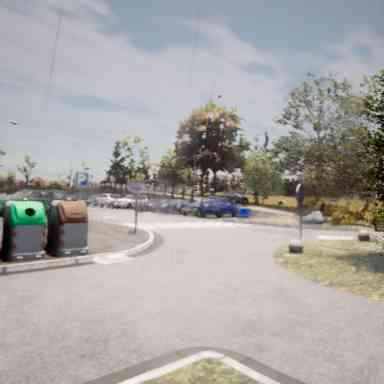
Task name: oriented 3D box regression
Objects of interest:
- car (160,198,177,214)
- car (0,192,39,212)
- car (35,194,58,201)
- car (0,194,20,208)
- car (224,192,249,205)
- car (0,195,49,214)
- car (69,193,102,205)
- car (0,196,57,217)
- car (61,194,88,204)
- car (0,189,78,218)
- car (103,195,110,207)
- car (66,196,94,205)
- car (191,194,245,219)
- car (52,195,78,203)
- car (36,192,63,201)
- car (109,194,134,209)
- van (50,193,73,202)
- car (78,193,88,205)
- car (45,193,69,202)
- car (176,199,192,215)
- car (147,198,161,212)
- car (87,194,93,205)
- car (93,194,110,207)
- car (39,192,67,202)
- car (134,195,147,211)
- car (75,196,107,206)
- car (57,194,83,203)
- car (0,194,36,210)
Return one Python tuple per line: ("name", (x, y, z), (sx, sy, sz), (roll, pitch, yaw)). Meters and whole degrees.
("car", (-1.037, 1.630, 37.923), (2.185, 1.767, 4.553), (1, -2, 32))
("car", (-17.000, 0.893, 30.833), (2.185, 1.767, 4.553), (1, -1, 32))
("car", (-36.449, 1.405, 83.162), (2.163, 1.488, 4.792), (1, -2, 32))
("car", (-22.471, 0.990, 37.816), (2.163, 1.488, 4.792), (1, -1, 32))
("car", (4.890, 0.785, 41.601), (1.882, 1.535, 5.008), (3, 3, -38))
("car", (-15.163, 1.040, 28.525), (2.231, 1.521, 4.892), (1, -1, 32))
("car", (-19.644, 1.309, 61.761), (2.435, 2.045, 5.566), (1, -2, 32))
("car", (-13.336, 1.099, 26.200), (2.002, 1.452, 4.674), (1, -1, 32))
("car", (-23.412, 1.391, 66.465), (2.185, 1.767, 4.553), (1, -2, 32))
("car", (-11.510, 0.827, 23.847), (2.435, 2.045, 5.566), (1, -1, 32))
("car", (-10.365, 1.686, 49.808), (2.163, 1.488, 4.792), (2, -2, 32))
("car", (-21.554, 1.567, 64.080), (2.163, 1.488, 4.792), (2, -2, 32))
("car", (2.722, 1.548, 33.221), (2.435, 2.045, 5.566), (1, -2, 32))
("car", (-27.121, 1.479, 71.246), (2.231, 1.521, 4.892), (2, -2, 32))
("car", (-34.569, 1.145, 80.791), (2.435, 2.045, 5.566), (1, -2, 32))
("car", (-8.483, 1.426, 47.439), (2.435, 2.045, 5.566), (2, -2, 32))
("van", (-28.923, 1.238, 73.728), (1.878, 1.987, 4.442), (1, -2, 32))
("car", (-15.951, 1.346, 56.953), (2.435, 2.045, 5.566), (2, -2, 32))
("car", (-30.827, 1.313, 76.027), (2.185, 1.767, 4.553), (2, -2, 32))
("car", (0.845, 1.779, 35.569), (2.231, 1.521, 4.892), (2, -2, 32))
("car", (-2.864, 1.614, 40.351), (2.185, 1.767, 4.553), (2, -2, 32))
("car", (-14.093, 1.619, 54.591), (2.231, 1.521, 4.892), (1, -2, 32))
("car", (-12.183, 1.389, 52.247), (2.435, 2.045, 5.566), (1, -2, 32))
("car", (-32.713, 1.164, 78.357), (2.435, 2.045, 5.566), (2, -2, 32))
("car", (-4.736, 1.594, 42.729), (2.185, 1.767, 4.553), (2, -2, 32))
("car", (-17.901, 1.566, 59.191), (1.946, 1.575, 5.366), (2, -2, 32))
("car", (-25.287, 1.371, 68.844), (2.185, 1.767, 4.553), (1, -2, 32))
("car", (-18.719, 1.002, 33.346), (1.946, 1.575, 5.366), (1, -1, 32))
